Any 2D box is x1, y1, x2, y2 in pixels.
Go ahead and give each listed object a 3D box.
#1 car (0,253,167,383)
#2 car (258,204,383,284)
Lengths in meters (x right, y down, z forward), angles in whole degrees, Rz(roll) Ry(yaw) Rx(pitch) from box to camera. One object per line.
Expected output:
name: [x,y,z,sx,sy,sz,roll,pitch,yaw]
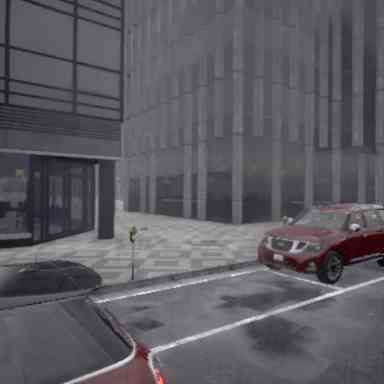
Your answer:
car: [-2.344,1.353,1.706,4.553,1.767,2.097,0,0,-35]
car: [4.205,1.310,9.751,5.009,1.841,2.192,0,1,-35]
